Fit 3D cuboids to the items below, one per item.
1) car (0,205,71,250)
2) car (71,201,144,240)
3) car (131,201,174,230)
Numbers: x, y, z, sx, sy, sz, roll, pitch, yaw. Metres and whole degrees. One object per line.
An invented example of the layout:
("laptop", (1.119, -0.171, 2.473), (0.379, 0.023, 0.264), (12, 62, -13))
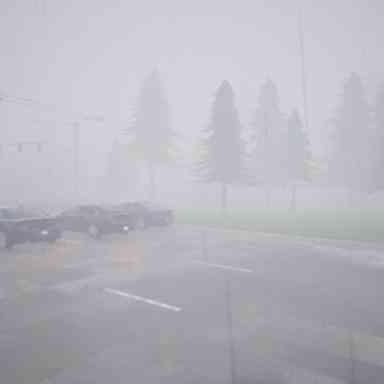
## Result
("car", (-7.306, 1.265, 13.360), (5.008, 1.535, 1.882), (1, 1, 35))
("car", (-4.865, 1.300, 15.920), (4.892, 1.490, 1.837), (1, 1, 35))
("car", (-3.346, 1.263, 19.129), (5.008, 1.535, 1.882), (1, 1, 35))
